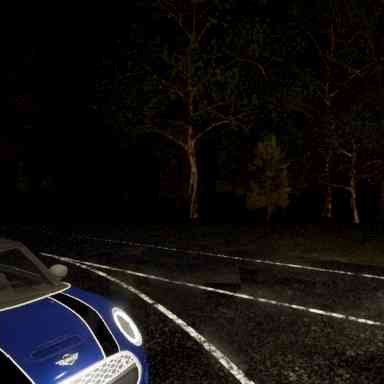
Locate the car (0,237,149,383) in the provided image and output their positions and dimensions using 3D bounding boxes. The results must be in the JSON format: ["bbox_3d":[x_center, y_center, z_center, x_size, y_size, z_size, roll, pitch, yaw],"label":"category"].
[{"bbox_3d":[-2.644,1.338,3.762,4.553,1.767,2.097,1,0,35],"label":"car"}]
